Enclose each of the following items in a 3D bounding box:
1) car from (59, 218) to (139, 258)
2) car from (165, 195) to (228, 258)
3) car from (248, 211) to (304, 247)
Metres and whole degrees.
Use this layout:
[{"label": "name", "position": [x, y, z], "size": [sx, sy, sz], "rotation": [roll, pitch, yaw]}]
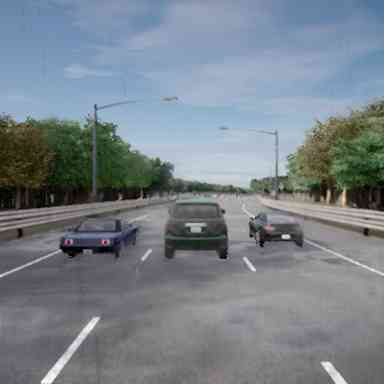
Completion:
[{"label": "car", "position": [-3.322, 1.655, 13.000], "size": [1.895, 1.301, 4.718], "rotation": [0, 0, 1]}, {"label": "car", "position": [0.183, 1.280, 13.186], "size": [2.150, 2.045, 5.566], "rotation": [0, 0, 1]}, {"label": "car", "position": [3.732, 1.593, 15.292], "size": [1.812, 1.442, 4.674], "rotation": [0, 0, 1]}]
